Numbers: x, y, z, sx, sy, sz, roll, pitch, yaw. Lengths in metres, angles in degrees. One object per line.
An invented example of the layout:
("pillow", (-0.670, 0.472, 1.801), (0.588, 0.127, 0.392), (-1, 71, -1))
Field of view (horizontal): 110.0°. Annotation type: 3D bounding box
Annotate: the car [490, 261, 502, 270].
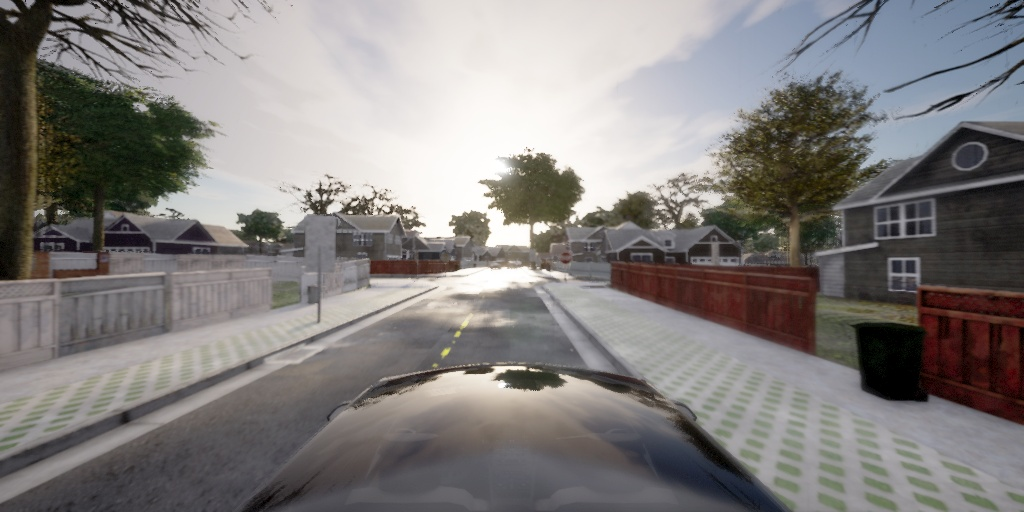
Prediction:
("car", (-2.791, 1.667, 63.337), (1.837, 1.490, 4.892), (0, -1, 1))
